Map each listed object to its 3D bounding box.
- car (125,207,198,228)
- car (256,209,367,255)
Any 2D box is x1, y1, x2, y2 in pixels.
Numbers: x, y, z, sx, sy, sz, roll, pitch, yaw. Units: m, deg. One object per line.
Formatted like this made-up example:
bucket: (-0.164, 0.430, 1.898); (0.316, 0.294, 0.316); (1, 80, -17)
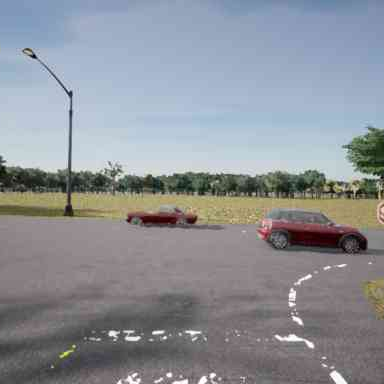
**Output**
car: (-1.962, 1.610, 21.929); (4.718, 1.301, 1.895); (1, 0, 0)
car: (5.299, 1.616, 14.879); (4.553, 1.767, 2.097); (4, 0, 0)
